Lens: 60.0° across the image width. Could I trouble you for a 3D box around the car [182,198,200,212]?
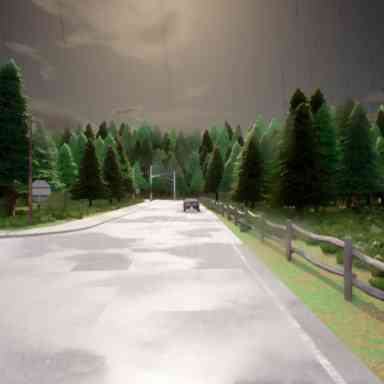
[{"bbox_3d":[-0.113,1.496,39.544,1.837,1.490,4.892,0,0,-1],"label":"car"}]
